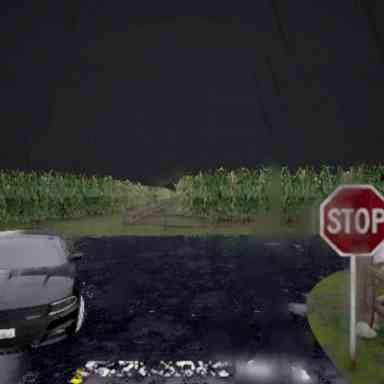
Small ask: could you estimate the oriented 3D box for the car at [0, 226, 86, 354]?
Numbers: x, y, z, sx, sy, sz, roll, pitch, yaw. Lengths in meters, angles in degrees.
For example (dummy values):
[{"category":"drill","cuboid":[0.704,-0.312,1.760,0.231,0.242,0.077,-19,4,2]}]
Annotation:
[{"category":"car","cuboid":[-3.220,1.501,6.471,1.882,1.535,5.008,2,-1,-21]}]
